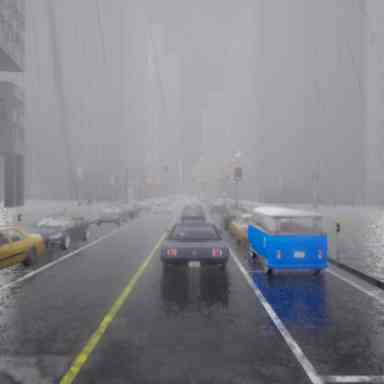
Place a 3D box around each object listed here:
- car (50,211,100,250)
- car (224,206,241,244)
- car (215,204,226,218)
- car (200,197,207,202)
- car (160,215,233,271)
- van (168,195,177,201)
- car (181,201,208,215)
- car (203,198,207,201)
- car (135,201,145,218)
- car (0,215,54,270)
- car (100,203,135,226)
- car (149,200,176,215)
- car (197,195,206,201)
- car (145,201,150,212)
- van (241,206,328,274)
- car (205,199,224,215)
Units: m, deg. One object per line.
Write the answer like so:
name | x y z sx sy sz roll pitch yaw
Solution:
car | -5.761 1.624 14.603 2.008 1.369 4.403 0 0 0
car | 2.764 1.606 15.998 1.752 1.417 4.829 0 0 0
car | 2.764 1.674 21.242 1.947 1.339 4.313 0 0 0
car | 3.004 2.005 88.670 1.752 1.417 4.829 0 0 1
car | 0.082 1.657 11.100 1.895 1.301 4.718 0 0 0
van | -5.522 1.820 88.577 1.690 1.788 3.998 0 0 1
car | 0.086 1.705 27.683 1.994 1.385 4.181 0 0 0
car | 2.764 1.762 40.805 2.008 1.369 4.403 0 0 0
car | -5.761 1.698 29.920 1.887 1.381 4.507 0 0 0
car | -5.761 1.571 9.145 1.752 1.417 4.829 0 0 0
car | -5.761 1.675 24.475 2.008 1.369 4.403 0 0 0
car | -3.083 1.785 35.735 1.895 1.301 4.718 0 0 0
car | 2.952 1.997 82.987 2.008 1.369 4.403 0 0 1
car | -5.761 1.762 40.808 2.008 1.369 4.403 0 0 0
van | 2.765 1.394 10.417 1.690 1.788 3.998 0 0 0
car | 2.764 1.735 35.813 2.008 1.369 4.403 0 0 0
